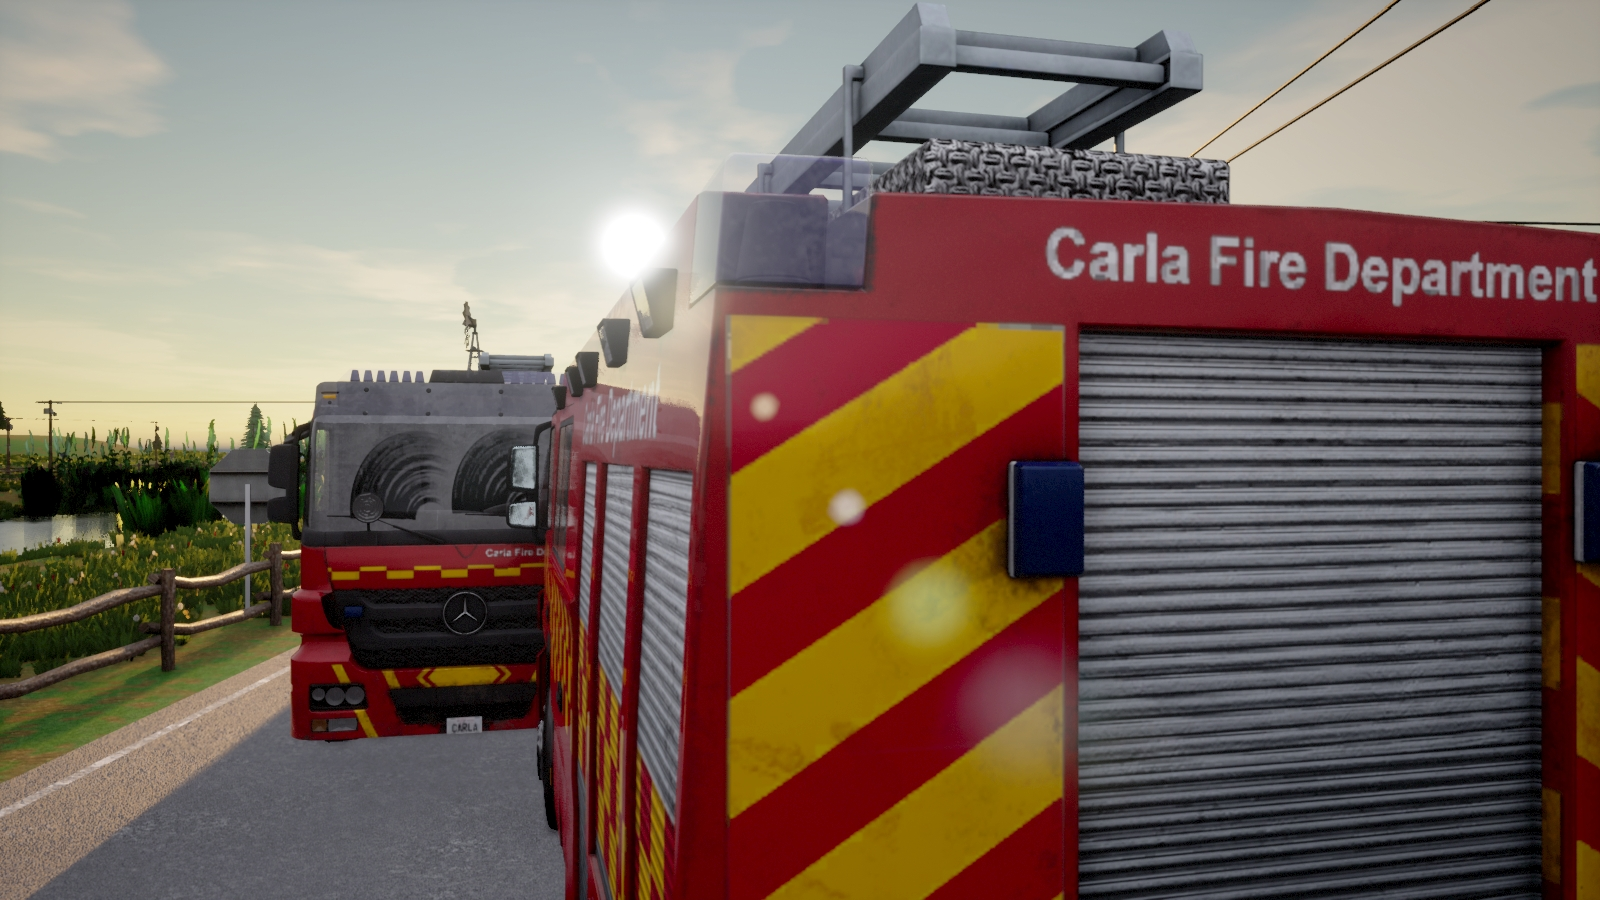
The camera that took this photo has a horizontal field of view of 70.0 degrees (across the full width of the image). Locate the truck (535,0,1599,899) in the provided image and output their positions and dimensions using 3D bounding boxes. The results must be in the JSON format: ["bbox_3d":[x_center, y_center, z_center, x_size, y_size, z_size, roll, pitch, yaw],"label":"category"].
[{"bbox_3d":[0.003,0.867,6.875,2.891,3.827,8.468,0,0,-15],"label":"truck"}]

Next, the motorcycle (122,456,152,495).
[{"bbox_3d":[-41.311,1.577,71.206,0.803,2.348,2.033,0,0,-4],"label":"motorcycle"}]

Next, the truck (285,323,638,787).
[{"bbox_3d":[-3.906,0.862,13.892,2.891,3.827,8.468,0,0,-15],"label":"truck"}]

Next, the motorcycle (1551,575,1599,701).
[{"bbox_3d":[9.791,2.142,13.137,1.805,1.316,0.856,0,0,-7],"label":"motorcycle"}]
